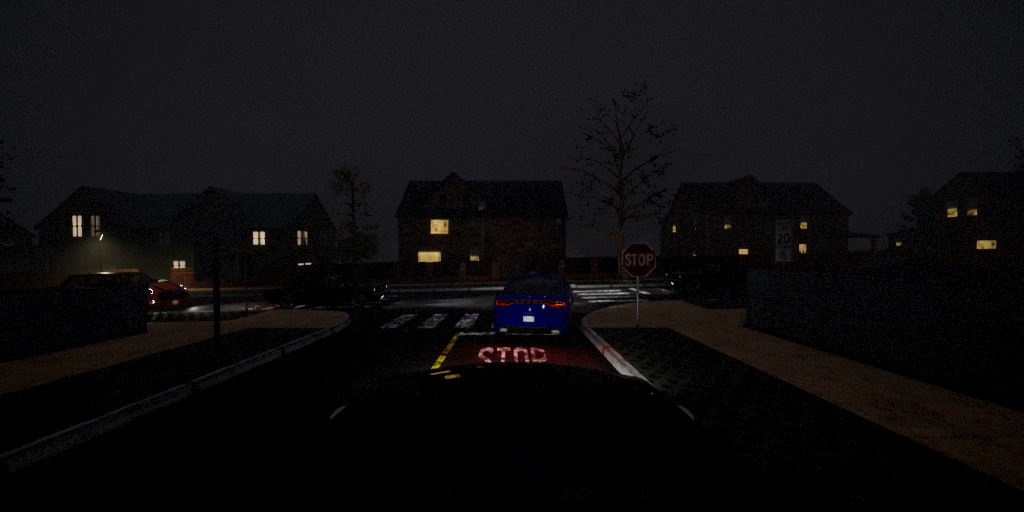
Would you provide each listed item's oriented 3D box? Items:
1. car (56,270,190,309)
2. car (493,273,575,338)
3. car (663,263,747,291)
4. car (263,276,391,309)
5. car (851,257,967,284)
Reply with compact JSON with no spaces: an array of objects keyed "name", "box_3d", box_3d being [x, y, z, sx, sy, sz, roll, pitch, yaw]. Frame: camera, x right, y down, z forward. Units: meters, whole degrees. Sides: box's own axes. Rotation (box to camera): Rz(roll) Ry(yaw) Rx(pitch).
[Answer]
[{"name":"car","box_3d":[-16.799,1.472,15.488,4.553,1.767,2.097,-1,1,0]},{"name":"car","box_3d":[0.786,1.227,10.289,1.882,1.535,5.008,0,0,10]},{"name":"car","box_3d":[10.410,1.034,18.424,4.718,1.301,1.895,-1,1,-1]},{"name":"car","box_3d":[-7.812,1.506,15.496,4.718,1.301,1.895,-1,1,0]},{"name":"car","box_3d":[20.055,0.754,18.461,5.357,1.411,2.033,-1,1,0]}]
